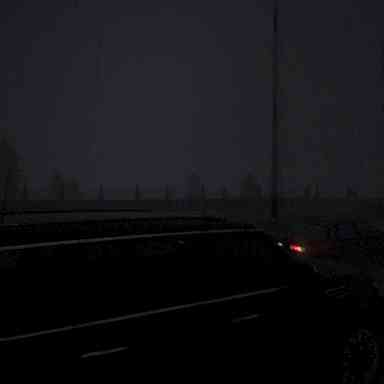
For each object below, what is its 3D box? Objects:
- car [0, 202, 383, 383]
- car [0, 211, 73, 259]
[{"bbox_3d":[-0.244,1.210,3.438,5.566,2.045,2.150,0,0,-34],"label":"car"},{"bbox_3d":[-7.185,1.504,11.655,5.357,1.411,2.033,0,0,-34],"label":"car"}]
